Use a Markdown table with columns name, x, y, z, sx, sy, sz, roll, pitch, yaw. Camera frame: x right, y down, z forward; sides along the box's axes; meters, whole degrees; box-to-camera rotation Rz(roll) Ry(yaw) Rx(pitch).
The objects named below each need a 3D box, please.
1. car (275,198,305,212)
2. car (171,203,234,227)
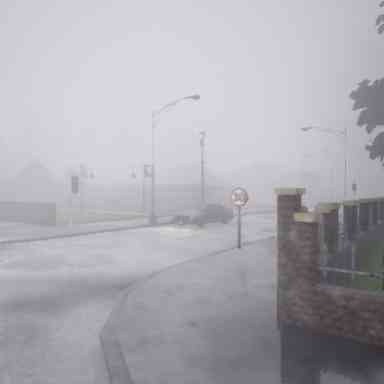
| name | x | y | z | sx | sy | sz | roll | pitch | yaw |
| --- | --- | --- | --- | --- | --- | --- | --- | --- | --- |
| car | 10.639 | 1.270 | 35.923 | 2.097 | 1.767 | 4.553 | 1 | 0 | 36 |
| car | 0.863 | 1.463 | 22.369 | 2.033 | 1.411 | 5.357 | 1 | 0 | 36 |
